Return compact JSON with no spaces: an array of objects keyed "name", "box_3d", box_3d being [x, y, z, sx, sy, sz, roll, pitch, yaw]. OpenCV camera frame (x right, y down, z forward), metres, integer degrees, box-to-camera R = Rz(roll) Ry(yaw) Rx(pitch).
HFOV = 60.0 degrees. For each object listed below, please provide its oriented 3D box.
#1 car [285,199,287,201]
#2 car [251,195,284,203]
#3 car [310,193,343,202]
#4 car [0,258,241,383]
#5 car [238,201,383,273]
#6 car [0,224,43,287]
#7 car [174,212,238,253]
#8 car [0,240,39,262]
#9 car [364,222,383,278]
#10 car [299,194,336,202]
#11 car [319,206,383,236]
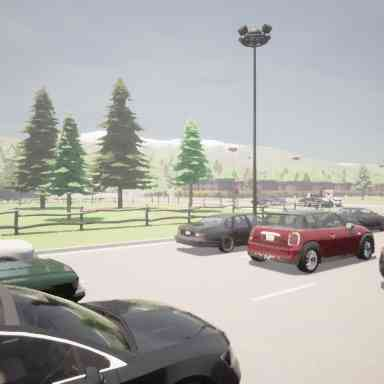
[{"name":"car","box_3d":[14.580,1.352,58.561,2.097,1.767,4.553,0,0,-35]},{"name":"car","box_3d":[12.287,1.547,55.723,2.033,1.411,5.357,0,0,-35]},{"name":"car","box_3d":[20.086,1.221,50.693,2.150,2.045,5.566,0,0,-35]},{"name":"car","box_3d":[-1.776,1.505,2.480,4.892,1.490,1.837,0,0,-36]},{"name":"car","box_3d":[3.996,1.352,10.882,4.553,1.767,2.097,0,0,-35]},{"name":"car","box_3d":[-6.268,1.601,7.877,4.718,1.301,1.895,0,0,-35]},{"name":"car","box_3d":[1.890,1.547,13.678,5.357,1.411,2.033,0,0,-35]},{"name":"car","box_3d":[-4.169,1.601,5.073,4.718,1.301,1.895,0,0,-35]},{"name":"car","box_3d":[6.482,1.526,8.356,4.674,1.442,1.812,0,0,-35]},{"name":"car","box_3d":[17.687,1.505,48.011,1.837,1.490,4.892,0,0,-35]},{"name":"car","box_3d":[9.414,1.564,19.030,4.181,1.385,1.994,0,0,-35]}]
